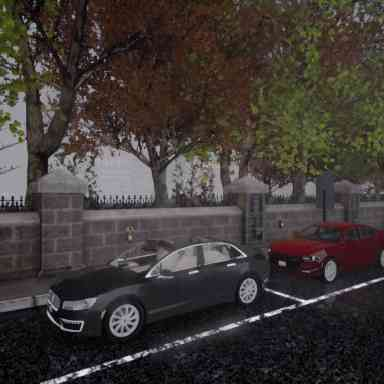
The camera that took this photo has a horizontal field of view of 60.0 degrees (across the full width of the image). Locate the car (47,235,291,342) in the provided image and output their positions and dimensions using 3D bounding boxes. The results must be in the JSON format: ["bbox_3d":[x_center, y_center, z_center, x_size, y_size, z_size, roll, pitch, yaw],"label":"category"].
[{"bbox_3d":[-0.391,1.551,6.374,4.403,1.369,2.008,0,0,-36],"label":"car"}]

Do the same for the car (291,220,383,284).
[{"bbox_3d":[4.089,1.546,9.634,4.507,1.381,1.887,0,0,-36],"label":"car"}]
